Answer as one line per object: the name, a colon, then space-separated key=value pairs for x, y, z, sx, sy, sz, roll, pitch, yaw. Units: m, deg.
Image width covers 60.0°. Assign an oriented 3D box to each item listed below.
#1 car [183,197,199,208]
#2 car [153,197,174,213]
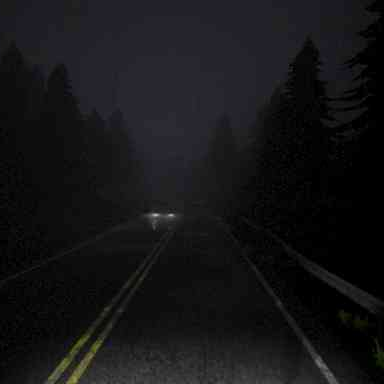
car: x=-0.154 y=1.388 z=46.353 sx=2.033 sy=1.411 sz=5.357 roll=0 pitch=0 yaw=-8
car: x=-2.959 y=1.360 z=35.108 sx=1.882 sy=1.535 sz=5.008 roll=0 pitch=0 yaw=-1
